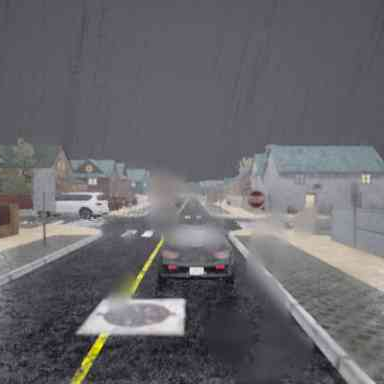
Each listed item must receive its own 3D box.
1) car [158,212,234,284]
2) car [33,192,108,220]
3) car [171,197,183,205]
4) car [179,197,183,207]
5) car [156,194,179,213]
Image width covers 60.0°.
[{"bbox_3d":[0.097,1.530,9.431,1.812,1.442,4.674,0,0,0],"label":"car"},{"bbox_3d":[-9.348,1.032,25.869,5.566,2.045,2.150,1,1,5],"label":"car"},{"bbox_3d":[-2.776,1.591,62.684,1.994,1.385,4.181,0,0,0],"label":"car"},{"bbox_3d":[-2.843,1.250,48.587,2.150,2.045,5.566,0,0,0],"label":"car"},{"bbox_3d":[-2.845,1.375,37.499,2.097,1.767,4.553,0,0,0],"label":"car"}]
